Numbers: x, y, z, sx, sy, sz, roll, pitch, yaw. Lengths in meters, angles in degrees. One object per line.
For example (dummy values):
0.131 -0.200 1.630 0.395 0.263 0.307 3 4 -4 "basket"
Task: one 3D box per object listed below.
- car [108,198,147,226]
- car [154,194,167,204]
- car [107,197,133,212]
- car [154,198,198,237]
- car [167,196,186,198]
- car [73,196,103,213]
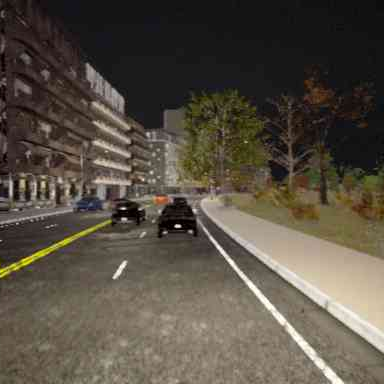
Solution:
-4.233 1.379 22.694 1.837 1.490 4.892 -1 0 -2 "car"
-4.375 1.034 49.153 2.097 1.767 4.553 -1 0 1 "car"
-7.924 1.362 36.884 1.812 1.442 4.674 -1 0 0 "car"
-0.739 1.333 17.243 1.882 1.535 5.008 -1 1 -3 "car"
-1.266 1.240 34.132 1.837 1.490 4.892 -1 1 0 "car"
-11.169 1.255 36.014 2.097 1.767 4.553 -1 0 0 "car"
